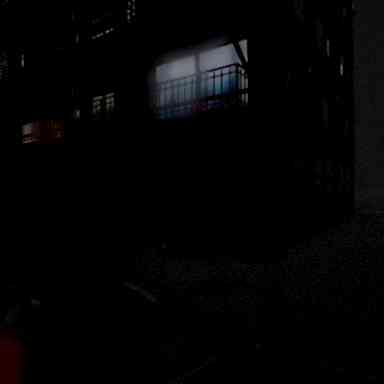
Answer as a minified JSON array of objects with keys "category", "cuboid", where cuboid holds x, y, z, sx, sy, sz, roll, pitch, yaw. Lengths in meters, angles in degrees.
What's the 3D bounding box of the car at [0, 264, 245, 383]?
[{"category":"car","cuboid":[-1.585,1.570,4.004,4.507,1.381,1.887,-1,0,35]}]
